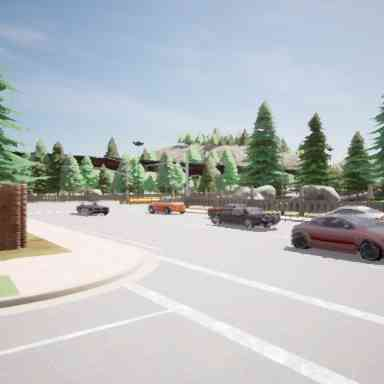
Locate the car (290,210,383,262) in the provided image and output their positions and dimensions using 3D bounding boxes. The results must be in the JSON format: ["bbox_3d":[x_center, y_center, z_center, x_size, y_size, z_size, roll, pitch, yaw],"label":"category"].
[{"bbox_3d":[5.821,1.596,12.439,1.994,1.385,4.181,0,0,-38],"label":"car"}]

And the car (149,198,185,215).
[{"bbox_3d":[-2.704,1.381,35.231,2.097,1.767,4.553,0,0,-38],"label":"car"}]

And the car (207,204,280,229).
[{"bbox_3d":[3.294,1.631,21.756,1.895,1.301,4.718,0,0,-38],"label":"car"}]

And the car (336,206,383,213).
[{"bbox_3d":[9.316,1.554,19.674,1.812,1.442,4.674,0,0,-38],"label":"car"}]

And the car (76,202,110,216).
[{"bbox_3d":[-9.815,1.634,32.787,1.895,1.301,4.718,0,0,-37],"label":"car"}]

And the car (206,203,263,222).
[{"bbox_3d":[3.359,1.629,27.391,1.895,1.301,4.718,0,0,-38],"label":"car"}]
